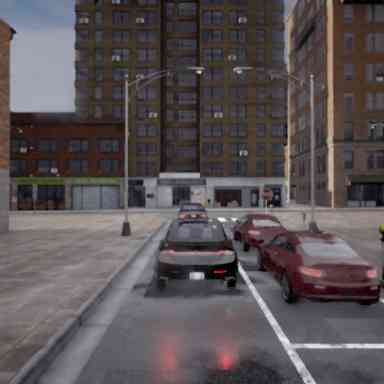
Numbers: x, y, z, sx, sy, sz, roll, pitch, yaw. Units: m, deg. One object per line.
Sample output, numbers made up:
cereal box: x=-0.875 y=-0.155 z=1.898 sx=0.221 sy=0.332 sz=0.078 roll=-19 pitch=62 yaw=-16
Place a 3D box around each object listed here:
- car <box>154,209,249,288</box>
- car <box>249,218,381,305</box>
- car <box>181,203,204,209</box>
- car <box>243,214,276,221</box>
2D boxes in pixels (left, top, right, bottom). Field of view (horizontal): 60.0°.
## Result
car: x=0.105 y=1.437 z=9.035 sx=2.128 sy=1.511 sz=4.902 roll=0 pitch=0 yaw=0
car: x=2.656 y=1.535 z=7.715 sx=1.802 sy=1.307 sz=4.206 roll=1 pitch=0 yaw=0
car: x=0.029 y=1.420 z=21.675 sx=2.033 sy=1.411 sz=5.357 roll=0 pitch=0 yaw=-1
car: x=2.660 y=1.503 z=13.154 sx=1.802 sy=1.307 sz=4.206 roll=1 pitch=0 yaw=0
